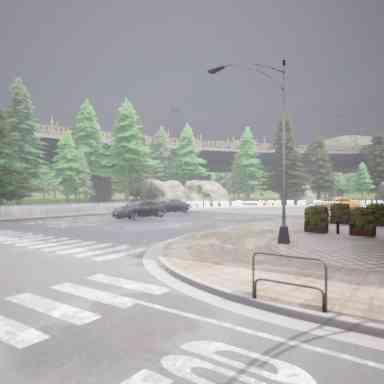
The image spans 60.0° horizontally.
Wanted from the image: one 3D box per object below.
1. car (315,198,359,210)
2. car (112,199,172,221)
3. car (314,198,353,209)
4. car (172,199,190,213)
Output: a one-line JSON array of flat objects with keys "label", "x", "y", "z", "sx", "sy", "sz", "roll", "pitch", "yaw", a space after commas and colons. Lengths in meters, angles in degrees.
[{"label": "car", "x": 17.158, "y": 1.419, "z": 39.415, "sx": 5.008, "sy": 1.535, "sz": 1.882, "roll": 0, "pitch": 0, "yaw": -6}, {"label": "car", "x": -4.183, "y": 1.443, "z": 26.815, "sx": 1.837, "sy": 1.490, "sz": 4.892, "roll": -1, "pitch": 0, "yaw": 39}, {"label": "car", "x": 18.181, "y": 1.505, "z": 42.959, "sx": 4.181, "sy": 1.385, "sz": 1.994, "roll": 0, "pitch": 0, "yaw": -4}, {"label": "car", "x": -2.334, "y": 1.463, "z": 33.902, "sx": 4.674, "sy": 1.442, "sz": 1.812, "roll": 0, "pitch": 0, "yaw": -41}]
